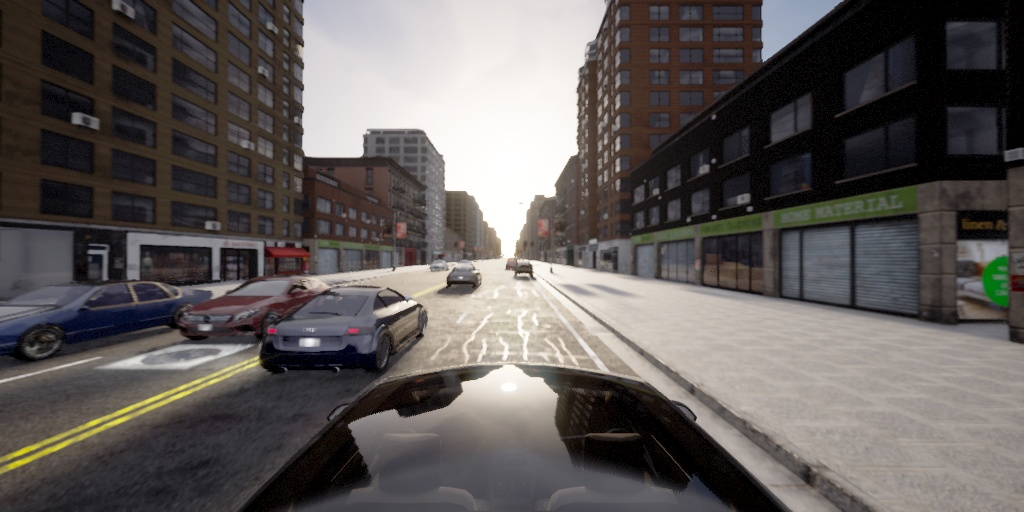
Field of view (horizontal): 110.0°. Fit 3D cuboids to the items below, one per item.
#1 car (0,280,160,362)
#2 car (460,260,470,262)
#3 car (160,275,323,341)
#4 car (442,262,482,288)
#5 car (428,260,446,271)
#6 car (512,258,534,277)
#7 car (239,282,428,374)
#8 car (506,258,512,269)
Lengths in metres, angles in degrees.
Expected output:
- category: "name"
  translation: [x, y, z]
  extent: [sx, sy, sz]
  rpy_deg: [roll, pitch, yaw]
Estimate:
- category: "car"
  translation: [-9.849, 1.300, 8.496]
  extent: [2.033, 1.411, 5.357]
  rpy_deg: [0, 0, 0]
- category: "car"
  translation: [-6.576, 1.304, 49.759]
  extent: [1.812, 1.442, 4.674]
  rpy_deg: [0, 0, 0]
- category: "car"
  translation: [-6.599, 1.279, 10.044]
  extent: [1.812, 1.442, 4.674]
  rpy_deg: [0, 0, 0]
- category: "car"
  translation: [-3.149, 1.324, 24.067]
  extent: [1.994, 1.385, 4.181]
  rpy_deg: [0, 0, 0]
- category: "car"
  translation: [-9.826, 1.303, 48.377]
  extent: [1.812, 1.442, 4.674]
  rpy_deg: [0, 0, 0]
- category: "car"
  translation: [1.137, 1.273, 35.646]
  extent: [1.837, 1.490, 4.892]
  rpy_deg: [0, 0, 0]
- category: "car"
  translation: [-3.153, 1.316, 7.596]
  extent: [1.994, 1.385, 4.181]
  rpy_deg: [0, 0, 0]
- category: "car"
  translation: [0.003, 1.348, 55.581]
  extent: [1.994, 1.385, 4.181]
  rpy_deg: [0, 0, 0]
